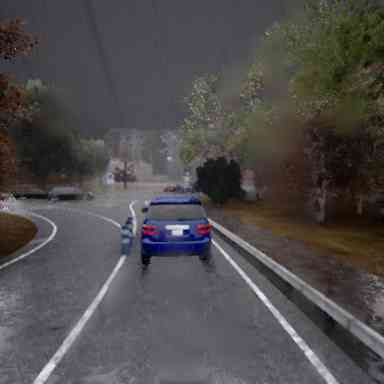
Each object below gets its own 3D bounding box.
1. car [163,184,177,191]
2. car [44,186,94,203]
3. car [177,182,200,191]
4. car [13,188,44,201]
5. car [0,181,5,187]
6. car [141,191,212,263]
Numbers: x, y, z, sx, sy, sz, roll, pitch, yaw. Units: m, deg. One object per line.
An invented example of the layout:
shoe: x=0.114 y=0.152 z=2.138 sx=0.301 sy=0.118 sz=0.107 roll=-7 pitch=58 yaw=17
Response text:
car: x=-2.213 y=-0.602 z=48.990 sx=1.895 sy=1.301 sz=4.718 roll=2 pitch=5 yaw=30
car: x=-12.605 y=0.136 z=34.840 sx=4.553 sy=1.767 sz=2.097 roll=-1 pitch=4 yaw=-16
car: x=0.261 y=-0.693 z=46.720 sx=2.097 sy=1.767 sz=4.553 roll=2 pitch=5 yaw=29
car: x=-16.934 y=0.250 z=36.798 sx=4.718 sy=1.301 sz=1.895 roll=-1 pitch=4 yaw=-7
car: x=-36.651 y=-1.569 z=61.155 sx=1.994 sy=1.385 sz=4.181 roll=1 pitch=4 yaw=19
car: x=-0.652 y=1.163 z=12.002 sx=2.150 sy=2.045 sz=5.566 roll=0 pitch=2 yaw=-5
